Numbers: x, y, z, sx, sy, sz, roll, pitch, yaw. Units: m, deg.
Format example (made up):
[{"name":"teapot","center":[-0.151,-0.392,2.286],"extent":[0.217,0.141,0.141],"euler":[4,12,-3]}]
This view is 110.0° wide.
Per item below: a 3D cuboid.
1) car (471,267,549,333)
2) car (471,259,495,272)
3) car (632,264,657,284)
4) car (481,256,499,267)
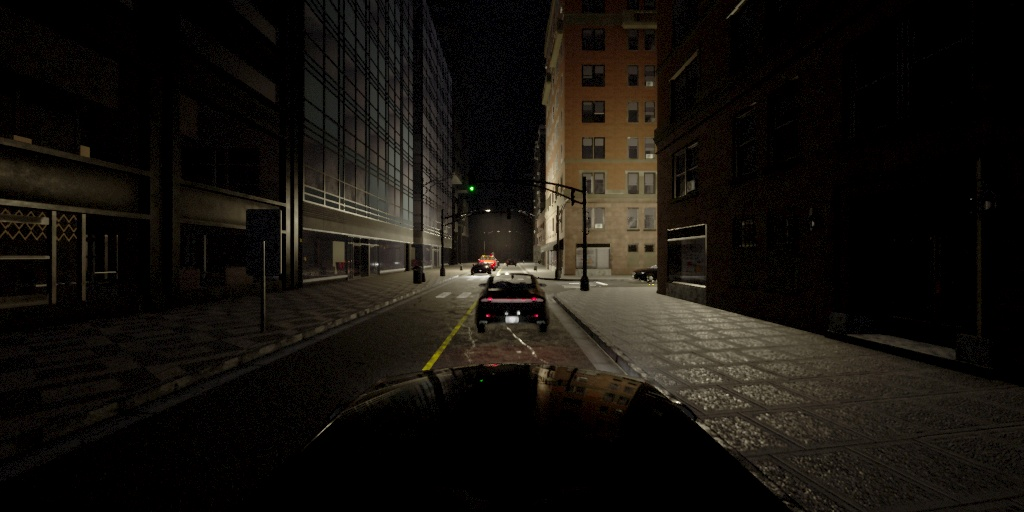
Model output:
[{"name":"car","center":[0.016,1.244,10.684],"extent":[2.128,1.511,4.902],"euler":[0,0,0]},{"name":"car","center":[-3.212,1.305,38.122],"extent":[1.994,1.385,4.181],"euler":[0,0,0]},{"name":"car","center":[11.255,1.207,26.081],"extent":[4.902,1.511,2.128],"euler":[0,0,0]},{"name":"car","center":[-3.235,0.958,47.541],"extent":[2.150,2.045,5.566],"euler":[0,0,0]}]
